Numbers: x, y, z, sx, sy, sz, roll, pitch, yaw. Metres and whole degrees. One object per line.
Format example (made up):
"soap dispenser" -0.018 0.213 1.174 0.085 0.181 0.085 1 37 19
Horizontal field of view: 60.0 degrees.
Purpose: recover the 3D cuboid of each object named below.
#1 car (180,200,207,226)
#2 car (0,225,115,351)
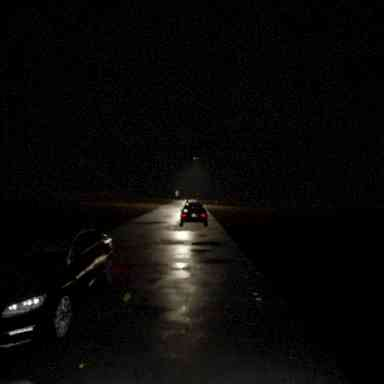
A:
"car" 0.106 1.496 23.150 2.033 1.411 5.357 0 0 0
"car" -2.849 1.467 6.536 2.128 1.511 4.902 0 0 0
